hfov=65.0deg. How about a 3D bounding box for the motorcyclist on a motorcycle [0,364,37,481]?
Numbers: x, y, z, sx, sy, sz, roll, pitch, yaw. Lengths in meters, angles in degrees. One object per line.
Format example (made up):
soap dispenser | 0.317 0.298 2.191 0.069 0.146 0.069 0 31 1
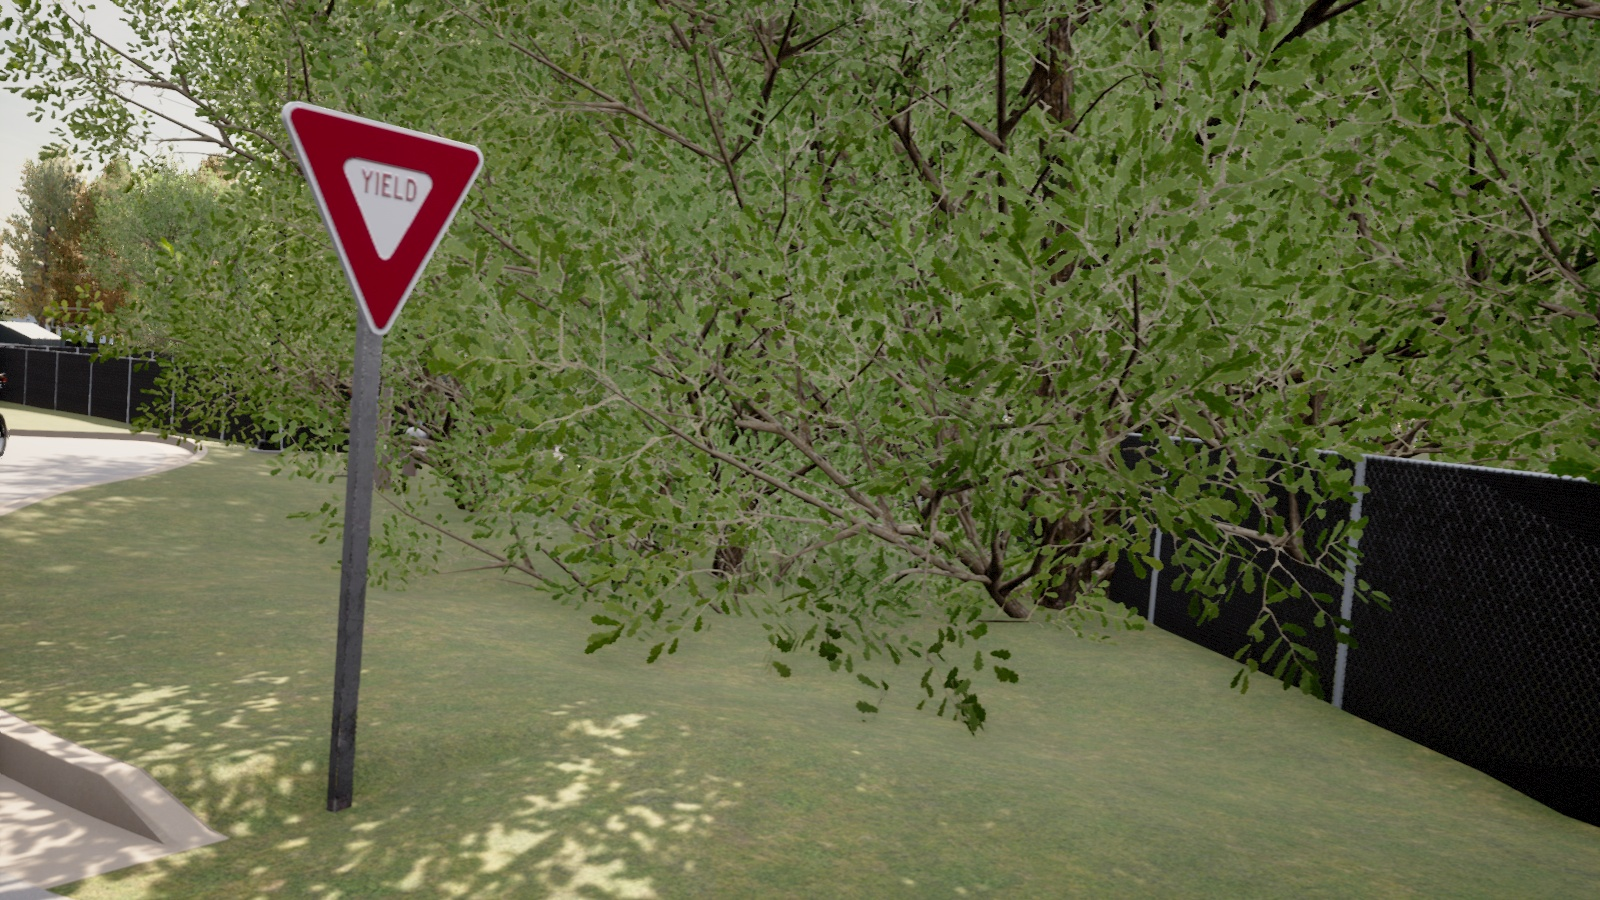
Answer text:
motorcyclist on a motorcycle | -11.688 -0.399 17.764 0.766 1.649 2.350 1 3 -11
